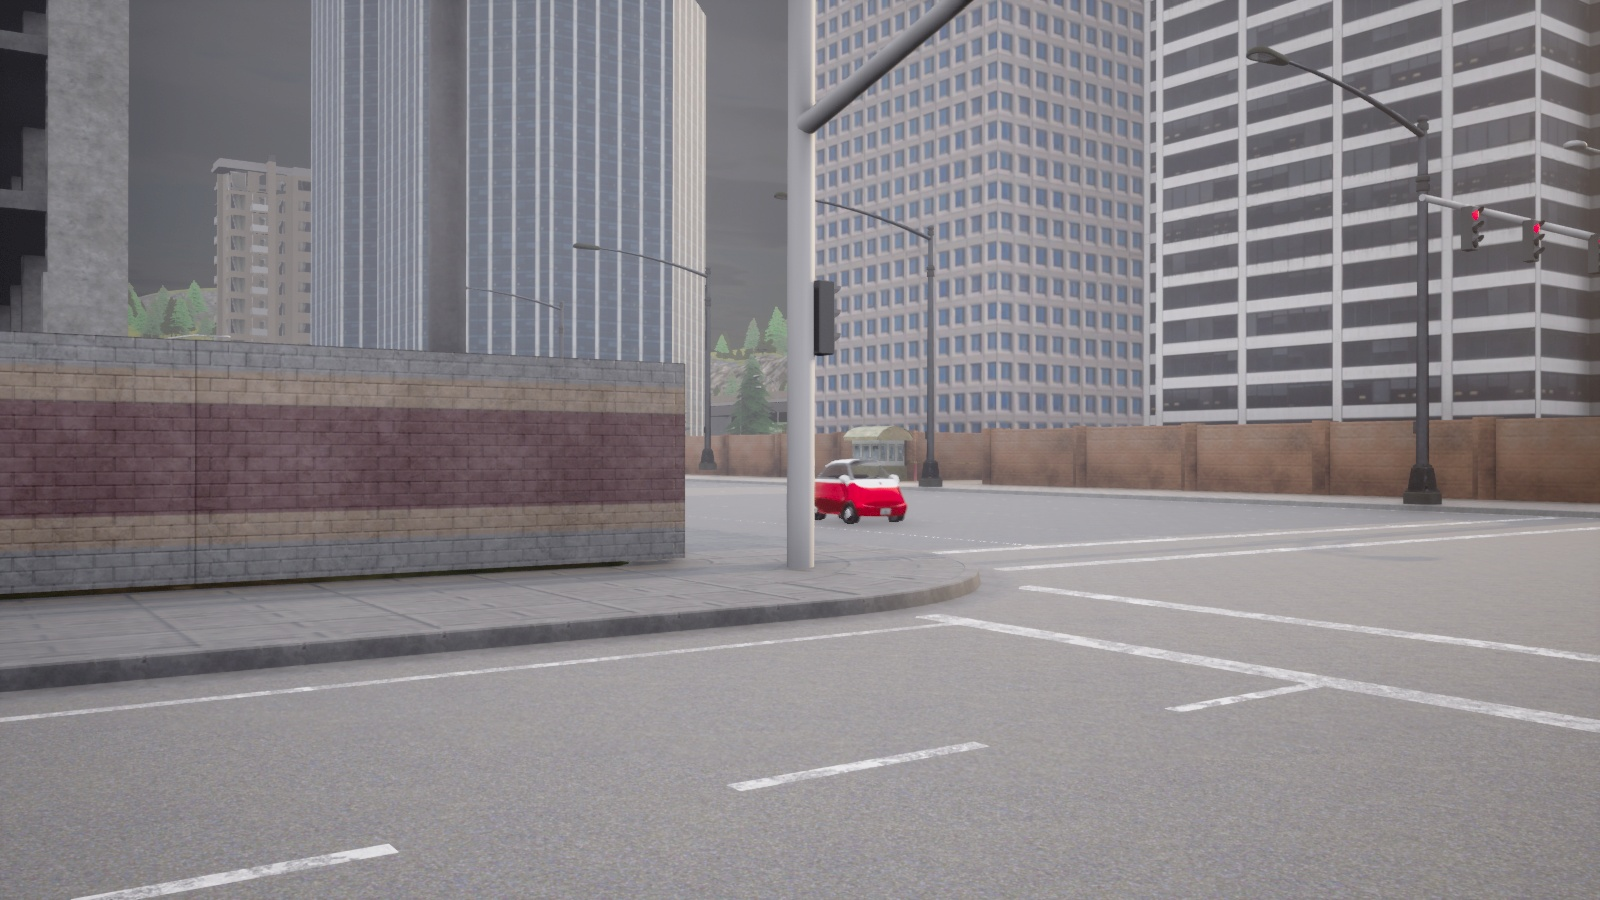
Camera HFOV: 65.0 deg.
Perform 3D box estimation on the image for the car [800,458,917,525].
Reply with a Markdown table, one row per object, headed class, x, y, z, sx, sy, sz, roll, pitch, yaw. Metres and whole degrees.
| class | x | y | z | sx | sy | sz | roll | pitch | yaw |
| --- | --- | --- | --- | --- | --- | --- | --- | --- | --- |
| car | 1.232 | 0.863 | 27.101 | 1.481 | 1.376 | 2.207 | 0 | -1 | -35 |
